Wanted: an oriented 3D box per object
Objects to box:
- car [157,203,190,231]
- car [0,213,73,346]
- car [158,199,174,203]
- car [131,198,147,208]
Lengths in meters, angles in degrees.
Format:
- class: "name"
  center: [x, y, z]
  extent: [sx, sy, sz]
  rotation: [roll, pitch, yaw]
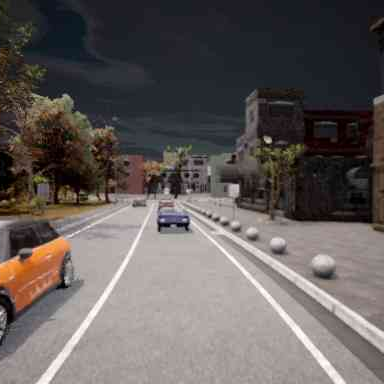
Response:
- class: "car"
  center: [-1.232, 1.600, 20.713]
  extent: [1.895, 1.301, 4.718]
  rotation: [0, 0, -6]
- class: "car"
  center: [-3.818, 1.348, 6.043]
  extent: [2.097, 1.767, 4.553]
  rotation: [0, 0, -2]
- class: "car"
  center: [-3.049, 1.527, 39.492]
  extent: [1.812, 1.442, 4.674]
  rotation: [0, 0, -6]
- class: "car"
  center: [-7.570, 1.553, 47.956]
  extent: [1.994, 1.385, 4.181]
  rotation: [0, 0, -5]
